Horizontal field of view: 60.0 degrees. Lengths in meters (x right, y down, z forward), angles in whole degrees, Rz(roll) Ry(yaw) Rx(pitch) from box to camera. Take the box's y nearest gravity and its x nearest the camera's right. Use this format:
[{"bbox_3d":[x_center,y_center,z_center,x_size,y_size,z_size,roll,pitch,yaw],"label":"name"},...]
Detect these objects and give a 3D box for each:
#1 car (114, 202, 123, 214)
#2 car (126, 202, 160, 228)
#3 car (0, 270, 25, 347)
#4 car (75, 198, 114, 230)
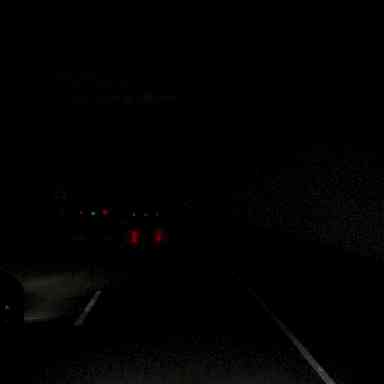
[{"bbox_3d":[-9.971,1.941,40.527,2.033,1.411,5.357,0,-1,-30],"label":"car"},{"bbox_3d":[-3.696,1.584,24.646,2.097,1.767,4.553,0,0,-15],"label":"car"},{"bbox_3d":[-3.697,1.397,3.553,2.097,1.767,4.553,0,-1,-3],"label":"car"},{"bbox_3d":[-6.786,1.449,23.028,2.150,2.045,5.566,0,-1,-15],"label":"car"}]
